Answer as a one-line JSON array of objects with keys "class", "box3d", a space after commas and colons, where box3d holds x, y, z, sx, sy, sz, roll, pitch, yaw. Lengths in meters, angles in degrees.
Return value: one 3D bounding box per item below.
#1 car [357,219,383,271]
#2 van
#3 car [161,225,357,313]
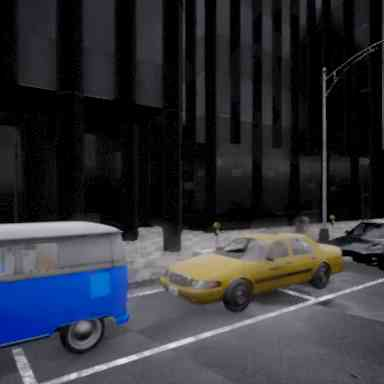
[{"class": "car", "box3d": [6.352, 1.611, 11.069, 4.313, 1.339, 1.947, 0, -1, -35]}, {"class": "van", "box3d": [-2.846, 1.342, 4.509, 3.998, 1.788, 1.690, 0, -1, -36]}, {"class": "car", "box3d": [1.615, 1.547, 7.689, 4.829, 1.417, 1.752, 0, -1, -36]}]
